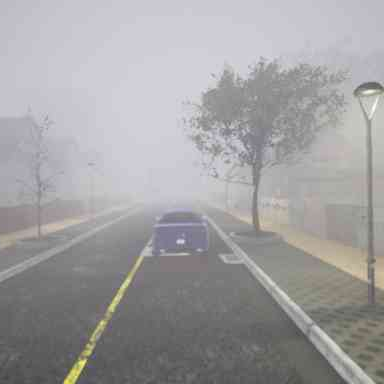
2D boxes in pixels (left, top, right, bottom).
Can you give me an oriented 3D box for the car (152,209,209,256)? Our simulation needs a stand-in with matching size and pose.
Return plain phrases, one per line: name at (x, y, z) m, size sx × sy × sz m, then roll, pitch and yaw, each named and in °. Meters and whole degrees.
car at (-0.422, 1.381, 12.837) m, size 1.882 × 1.535 × 5.008 m, roll -1°, pitch 0°, yaw -2°
